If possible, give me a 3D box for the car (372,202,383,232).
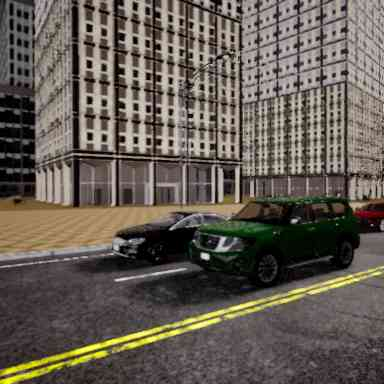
[{"bbox_3d":[10.999,1.349,19.492,5.008,1.535,1.882,0,0,-36],"label":"car"}]

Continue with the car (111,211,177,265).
[{"bbox_3d":[-0.287,1.407,11.453,4.902,1.511,2.128,0,1,-35],"label":"car"}]

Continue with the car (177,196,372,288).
[{"bbox_3d":[2.565,1.153,9.486,5.566,2.045,2.150,0,1,-35],"label":"car"}]
